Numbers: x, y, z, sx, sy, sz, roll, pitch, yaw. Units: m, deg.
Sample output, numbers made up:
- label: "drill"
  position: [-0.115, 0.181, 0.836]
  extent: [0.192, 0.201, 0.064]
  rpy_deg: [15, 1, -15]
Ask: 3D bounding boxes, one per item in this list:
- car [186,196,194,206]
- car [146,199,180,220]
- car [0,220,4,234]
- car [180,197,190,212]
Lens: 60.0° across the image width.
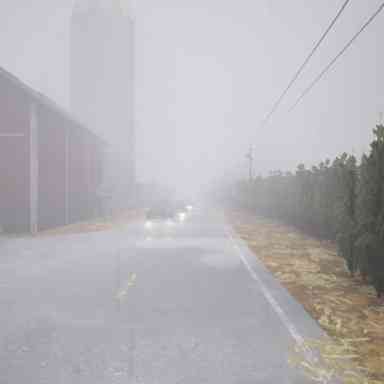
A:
- label: "car"
  position: [-0.786, 1.489, 54.683]
  extent: [2.128, 1.511, 4.902]
  rpy_deg: [0, 0, 2]
- label: "car"
  position: [-2.466, 1.351, 27.749]
  extent: [2.097, 1.767, 4.553]
  rpy_deg: [0, 0, 3]
- label: "car"
  position: [-10.822, 1.525, 14.468]
  extent: [4.674, 1.442, 1.812]
  rpy_deg: [0, 1, -9]
- label: "car"
  position: [-1.692, 1.598, 39.613]
  extent: [1.895, 1.301, 4.718]
  rpy_deg: [0, 0, 4]
